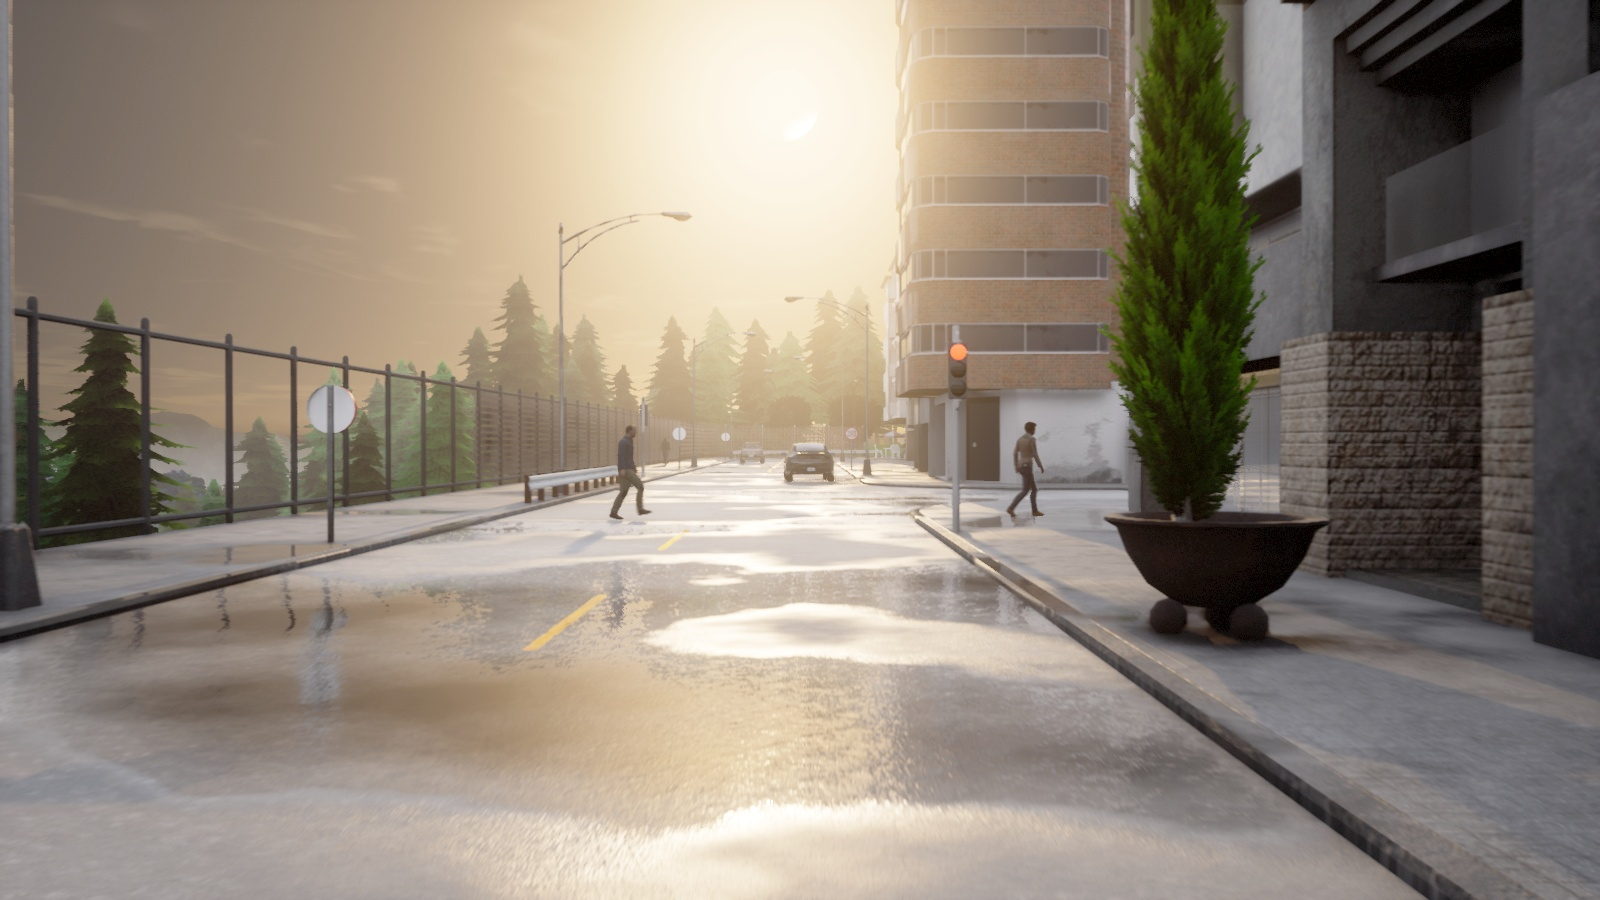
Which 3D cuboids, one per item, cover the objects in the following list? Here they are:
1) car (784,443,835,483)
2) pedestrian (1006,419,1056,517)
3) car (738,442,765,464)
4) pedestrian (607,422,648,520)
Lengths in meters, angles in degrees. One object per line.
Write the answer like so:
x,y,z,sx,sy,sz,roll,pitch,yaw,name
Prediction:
0.325,0.470,49.942,1.837,1.490,4.892,0,0,-2,car
4.296,0.328,23.325,0.869,1.805,0.328,0,0,-21,pedestrian
-3.453,0.211,90.478,1.789,1.549,3.705,0,0,0,car
-3.239,0.389,23.632,0.726,1.842,0.402,0,0,0,pedestrian
